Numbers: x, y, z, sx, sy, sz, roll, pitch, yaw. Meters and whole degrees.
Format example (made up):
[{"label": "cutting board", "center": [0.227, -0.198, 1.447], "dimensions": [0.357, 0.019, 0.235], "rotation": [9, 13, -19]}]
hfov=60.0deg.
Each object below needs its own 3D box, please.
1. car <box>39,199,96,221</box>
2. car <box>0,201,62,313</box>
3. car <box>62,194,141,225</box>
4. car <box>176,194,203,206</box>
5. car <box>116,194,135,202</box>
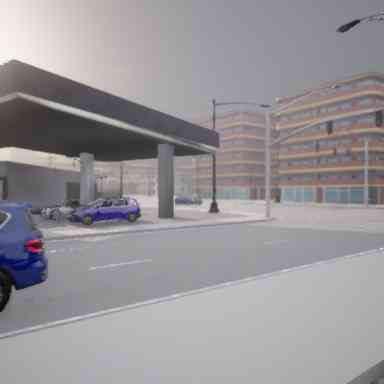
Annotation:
[{"label": "car", "center": [-9.647, 1.336, 25.876], "dimensions": [3.806, 1.475, 1.970], "rotation": [0, 0, -36]}, {"label": "car", "center": [-5.433, 1.211, 5.610], "dimensions": [5.566, 2.045, 2.150], "rotation": [-1, 0, -36]}, {"label": "car", "center": [-5.649, 1.185, 21.680], "dimensions": [4.611, 1.667, 2.242], "rotation": [0, 0, -36]}, {"label": "car", "center": [-0.444, 1.053, 48.307], "dimensions": [2.097, 1.767, 4.553], "rotation": [-1, 0, -37]}, {"label": "car", "center": [-13.138, 1.176, 65.308], "dimensions": [1.812, 1.442, 4.674], "rotation": [-1, 0, -37]}]
